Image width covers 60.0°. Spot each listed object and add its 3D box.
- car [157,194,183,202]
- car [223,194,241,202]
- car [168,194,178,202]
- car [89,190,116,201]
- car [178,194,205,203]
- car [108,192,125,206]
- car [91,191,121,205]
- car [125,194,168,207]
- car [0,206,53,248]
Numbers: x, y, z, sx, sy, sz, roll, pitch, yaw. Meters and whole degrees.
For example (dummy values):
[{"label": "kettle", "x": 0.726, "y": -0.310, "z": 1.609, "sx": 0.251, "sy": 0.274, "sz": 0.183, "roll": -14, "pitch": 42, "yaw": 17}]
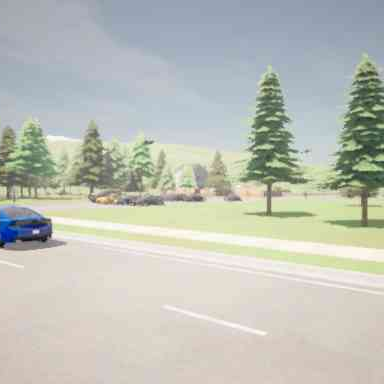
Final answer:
[{"label": "car", "x": -4.187, "y": 1.100, "z": 65.289, "sx": 2.033, "sy": 1.411, "sz": 5.357, "roll": 1, "pitch": 0, "yaw": 37}, {"label": "car", "x": 7.725, "y": 1.194, "z": 63.763, "sx": 1.812, "sy": 1.442, "sz": 4.674, "roll": 1, "pitch": 0, "yaw": 37}, {"label": "car", "x": -2.616, "y": 1.094, "z": 61.573, "sx": 1.837, "sy": 1.490, "sz": 4.892, "roll": 1, "pitch": 1, "yaw": 37}, {"label": "car", "x": -13.489, "y": 0.769, "z": 52.732, "sx": 2.150, "sy": 2.045, "sz": 5.566, "roll": 1, "pitch": 1, "yaw": 37}, {"label": "car", "x": 0.286, "y": 1.106, "z": 59.629, "sx": 1.882, "sy": 1.535, "sz": 5.008, "roll": 1, "pitch": 0, "yaw": 37}, {"label": "car", "x": -8.921, "y": 1.116, "z": 47.158, "sx": 2.128, "sy": 1.511, "sz": 4.902, "roll": 1, "pitch": 0, "yaw": 36}, {"label": "car", "x": -11.859, "y": 1.064, "z": 49.065, "sx": 1.882, "sy": 1.535, "sz": 5.008, "roll": 1, "pitch": 0, "yaw": 36}, {"label": "car", "x": -6.078, "y": 1.210, "z": 45.126, "sx": 2.033, "sy": 1.411, "sz": 5.357, "roll": 1, "pitch": 0, "yaw": 36}, {"label": "car", "x": -7.875, "y": 1.321, "z": 13.949, "sx": 5.008, "sy": 1.535, "sz": 1.882, "roll": 1, "pitch": 0, "yaw": 36}]
